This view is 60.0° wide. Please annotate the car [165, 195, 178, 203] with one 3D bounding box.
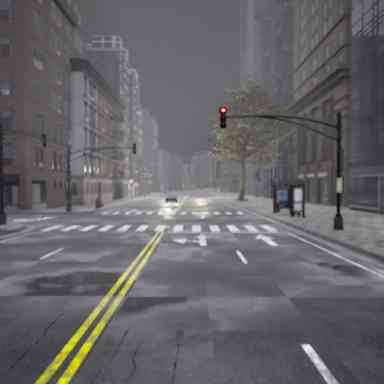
[{"bbox_3d":[-3.198,1.074,51.906,1.895,1.301,4.718,0,1,0],"label":"car"}]
